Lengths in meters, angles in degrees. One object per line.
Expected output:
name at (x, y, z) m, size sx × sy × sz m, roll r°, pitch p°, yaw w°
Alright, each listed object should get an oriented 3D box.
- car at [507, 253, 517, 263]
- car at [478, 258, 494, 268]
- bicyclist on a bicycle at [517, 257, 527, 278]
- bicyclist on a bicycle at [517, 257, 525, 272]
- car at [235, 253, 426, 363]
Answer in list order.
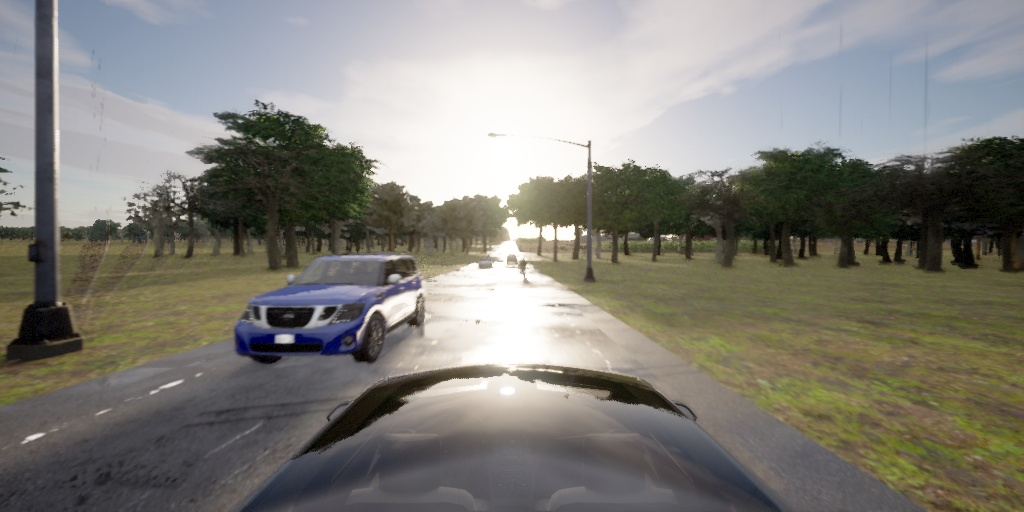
car at (0.009, 0.528, 64.658) m, size 2.128 × 1.511 × 4.902 m, roll 0°, pitch 1°, yaw 1°
car at (-3.568, 0.977, 49.111) m, size 1.895 × 1.301 × 4.718 m, roll 0°, pitch 1°, yaw 1°
bicyclist on a bicycle at (0.952, 0.963, 28.964) m, size 0.659 × 1.776 × 1.843 m, roll 0°, pitch 1°, yaw 0°
bicyclist on a bicycle at (0.958, 0.946, 39.035) m, size 0.866 × 1.612 × 1.509 m, roll 0°, pitch 1°, yaw 0°
car at (-3.597, 0.952, 8.442) m, size 2.150 × 2.045 × 5.566 m, roll 0°, pitch 0°, yaw 0°
